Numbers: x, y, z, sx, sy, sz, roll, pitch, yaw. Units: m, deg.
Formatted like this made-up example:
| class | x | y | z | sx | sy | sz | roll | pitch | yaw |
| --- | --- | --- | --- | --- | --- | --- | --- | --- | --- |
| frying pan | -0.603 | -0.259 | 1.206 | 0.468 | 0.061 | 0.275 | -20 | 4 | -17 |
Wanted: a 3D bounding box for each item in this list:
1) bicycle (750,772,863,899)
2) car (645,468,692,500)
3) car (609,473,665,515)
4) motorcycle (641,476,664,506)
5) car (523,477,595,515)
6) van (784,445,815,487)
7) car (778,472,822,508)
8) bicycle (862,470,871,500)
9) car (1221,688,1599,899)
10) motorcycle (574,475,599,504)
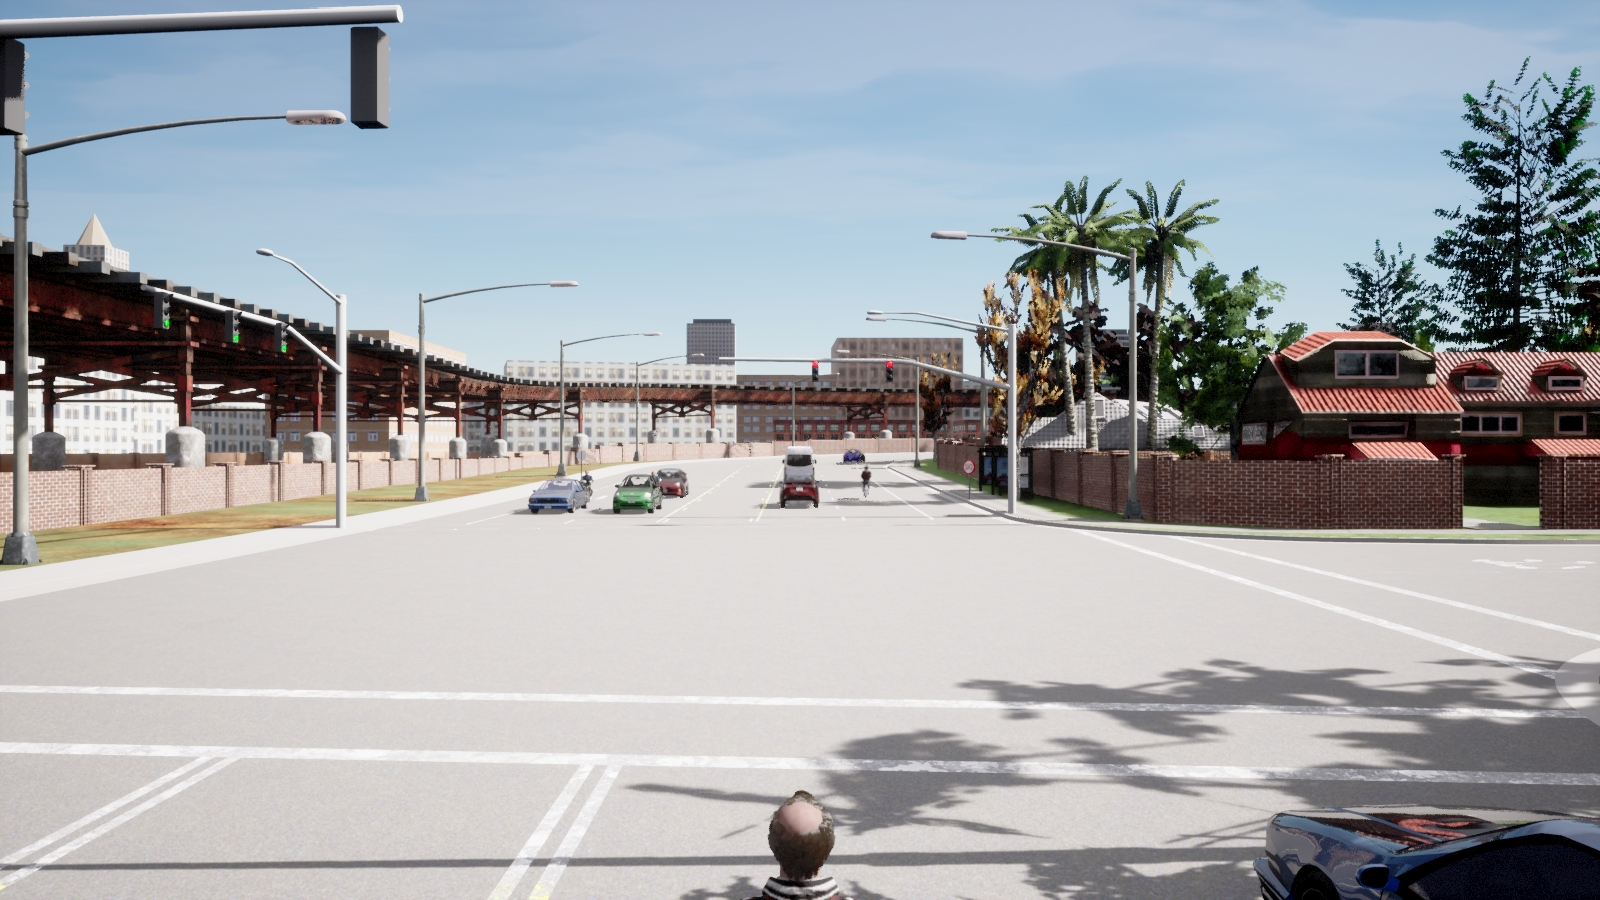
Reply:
| class | x | y | z | sx | sy | sz | roll | pitch | yaw |
| --- | --- | --- | --- | --- | --- | --- | --- | --- | --- |
| bicycle | 0.019 | 2.048 | 3.681 | 0.329 | 1.496 | 1.835 | 0 | 0 | 0 |
| car | -7.041 | 1.776 | 61.553 | 2.007 | 1.525 | 4.514 | 0 | 1 | 0 |
| car | -7.031 | 1.877 | 49.699 | 1.851 | 1.617 | 3.988 | 0 | 1 | 0 |
| motorcycle | -7.053 | 1.947 | 54.746 | 0.856 | 1.341 | 1.805 | 0 | 1 | 0 |
| car | -10.533 | 1.979 | 50.381 | 2.033 | 1.411 | 5.357 | 0 | 1 | 0 |
| van | -0.037 | 1.026 | 75.636 | 1.988 | 2.561 | 5.915 | 0 | 1 | 0 |
| car | -0.031 | 1.862 | 54.347 | 2.007 | 1.525 | 4.514 | 0 | 1 | 0 |
| bicycle | 3.478 | 1.808 | 59.863 | 0.329 | 1.496 | 1.835 | 0 | 1 | 0 |
| car | 3.467 | 2.106 | 4.038 | 2.033 | 1.411 | 5.357 | 0 | 0 | 1 |
| motorcycle | -10.476 | 1.934 | 56.002 | 0.856 | 1.341 | 1.805 | 0 | 1 | 1 |
